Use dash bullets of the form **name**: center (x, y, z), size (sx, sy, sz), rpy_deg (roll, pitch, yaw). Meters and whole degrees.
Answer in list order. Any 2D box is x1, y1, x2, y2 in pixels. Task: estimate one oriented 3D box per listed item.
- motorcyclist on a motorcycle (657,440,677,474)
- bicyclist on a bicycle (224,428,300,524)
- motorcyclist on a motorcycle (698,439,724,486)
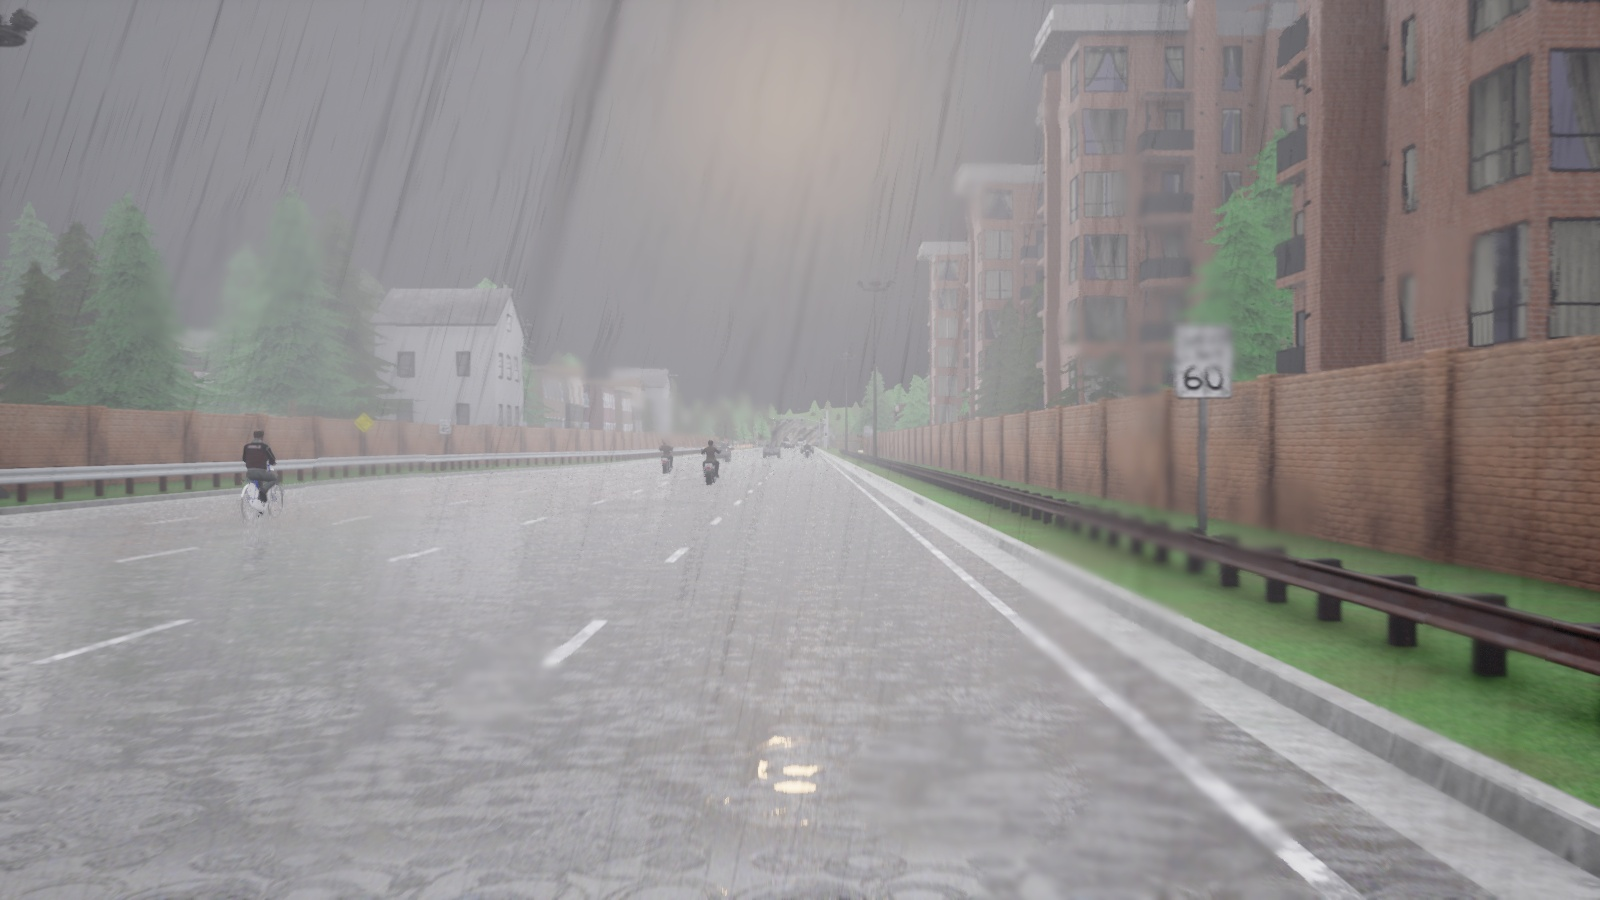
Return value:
- **motorcyclist on a motorcycle**: center (-6.629, 0.340, 62.677), size (0.766, 1.649, 2.350), rpy_deg (0, 0, 0)
- **bicyclist on a bicycle**: center (-10.347, 0.473, 24.208), size (0.659, 1.776, 1.843), rpy_deg (0, 1, 0)
- **motorcyclist on a motorcycle**: center (-3.226, 0.439, 45.552), size (0.766, 1.649, 2.350), rpy_deg (0, 0, 0)
